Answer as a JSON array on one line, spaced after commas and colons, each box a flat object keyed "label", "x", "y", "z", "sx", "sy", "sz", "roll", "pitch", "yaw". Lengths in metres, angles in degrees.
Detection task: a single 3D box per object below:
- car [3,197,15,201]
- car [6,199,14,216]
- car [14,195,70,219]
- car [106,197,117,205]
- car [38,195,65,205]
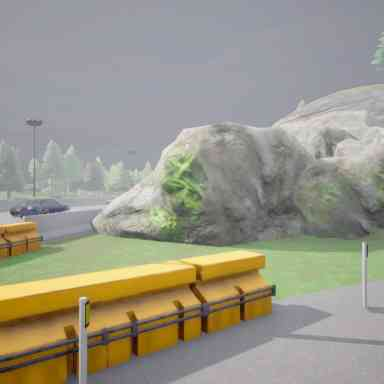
[{"label": "car", "x": -31.312, "y": 1.600, "z": 59.147, "sx": 1.895, "sy": 1.301, "sz": 4.718, "roll": 0, "pitch": 0, "yaw": 11}, {"label": "car", "x": -15.270, "y": 1.564, "z": 31.927, "sx": 1.994, "sy": 1.385, "sz": 4.181, "roll": 0, "pitch": 0, "yaw": 11}, {"label": "car", "x": -12.408, "y": 1.352, "z": 28.408, "sx": 2.097, "sy": 1.767, "sz": 4.553, "roll": 0, "pitch": 0, "yaw": 11}, {"label": "car", "x": -13.401, "y": 1.601, "z": 58.926, "sx": 1.895, "sy": 1.301, "sz": 4.718, "roll": 0, "pitch": 0, "yaw": 11}, {"label": "car", "x": -24.395, "y": 1.359, "z": 58.026, "sx": 2.097, "sy": 1.767, "sz": 4.553, "roll": 0, "pitch": 0, "yaw": 11}]
